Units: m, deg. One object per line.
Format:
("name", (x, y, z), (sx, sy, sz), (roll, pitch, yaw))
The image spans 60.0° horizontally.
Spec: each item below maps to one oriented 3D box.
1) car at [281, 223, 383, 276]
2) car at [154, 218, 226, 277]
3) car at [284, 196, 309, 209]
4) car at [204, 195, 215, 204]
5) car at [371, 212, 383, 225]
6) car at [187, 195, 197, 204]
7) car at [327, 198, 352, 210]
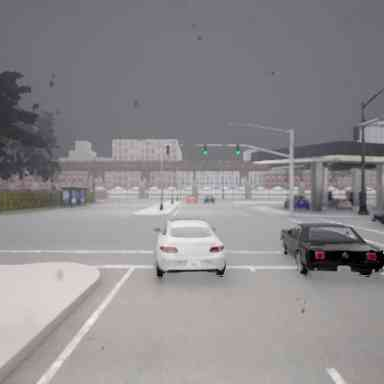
("car", (4.008, 1.609, 10.397), (1.895, 1.301, 4.718), (0, 0, 7))
("car", (-0.175, 1.533, 10.185), (1.812, 1.442, 4.674), (0, 0, -6))
("car", (13.199, 1.326, 42.118), (2.242, 1.667, 4.611), (0, 0, 0))
("car", (3.483, 1.401, 66.761), (2.097, 1.767, 4.553), (0, 0, 0))
("car", (14.874, 1.564, 21.972), (5.357, 1.411, 2.033), (0, 0, -1))
("car", (-0.017, 1.401, 66.760), (2.097, 1.767, 4.553), (0, 0, 0))
("car", (18.944, 1.488, 42.882), (1.970, 1.475, 3.806), (0, 0, 0))
